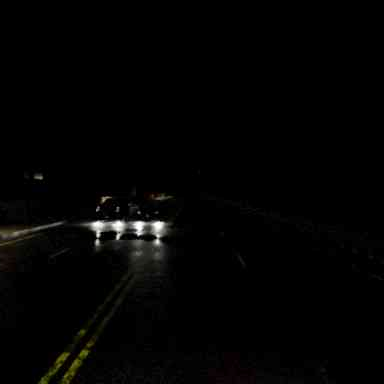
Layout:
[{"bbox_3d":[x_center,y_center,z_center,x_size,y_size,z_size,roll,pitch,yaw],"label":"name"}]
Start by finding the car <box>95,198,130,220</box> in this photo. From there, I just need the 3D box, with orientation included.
[{"bbox_3d":[-6.600,1.345,27.959,2.097,1.767,4.553,0,0,0],"label":"car"}]

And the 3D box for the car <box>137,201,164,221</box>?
[{"bbox_3d":[-3.350,1.519,27.359,1.812,1.442,4.674,0,0,0],"label":"car"}]
